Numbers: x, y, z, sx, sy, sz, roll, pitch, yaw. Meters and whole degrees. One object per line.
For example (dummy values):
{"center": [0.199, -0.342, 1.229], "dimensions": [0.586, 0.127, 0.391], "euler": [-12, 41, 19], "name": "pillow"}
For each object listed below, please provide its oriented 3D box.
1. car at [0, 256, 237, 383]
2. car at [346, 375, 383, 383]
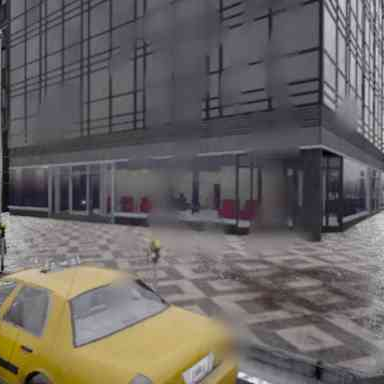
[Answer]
{"center": [-1.817, 1.508, 4.257], "dimensions": [4.829, 1.417, 1.752], "euler": [0, 0, 36], "name": "car"}
{"center": [2.626, 1.557, 1.087], "dimensions": [4.403, 1.369, 2.008], "euler": [0, 0, 36], "name": "car"}
